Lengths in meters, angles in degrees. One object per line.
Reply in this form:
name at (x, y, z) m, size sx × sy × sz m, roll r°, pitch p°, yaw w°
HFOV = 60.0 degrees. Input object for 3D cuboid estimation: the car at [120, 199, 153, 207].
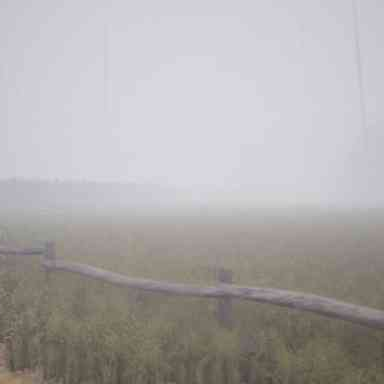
car at (-7.333, 1.683, 44.297) m, size 1.882 × 1.535 × 5.008 m, roll -1°, pitch 0°, yaw 36°
